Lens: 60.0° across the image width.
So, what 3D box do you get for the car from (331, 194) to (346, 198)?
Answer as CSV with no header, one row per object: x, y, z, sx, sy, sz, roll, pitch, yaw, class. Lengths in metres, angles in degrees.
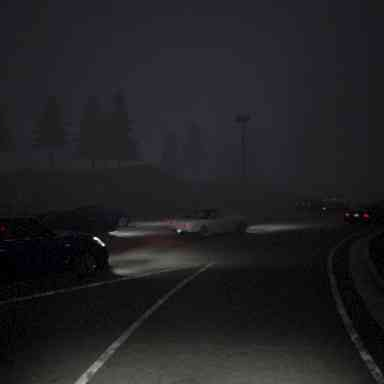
21.775,1.313,50.359,5.566,2.045,2.150,0,0,-41,car

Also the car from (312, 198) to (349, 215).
14.854,1.627,34.896,4.181,1.385,1.994,0,0,-41,car

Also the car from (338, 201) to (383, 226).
12.798,1.591,23.734,5.357,1.411,2.033,0,0,-41,car

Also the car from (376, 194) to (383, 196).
32.389,1.453,55.070,4.553,1.767,2.097,0,0,-41,car

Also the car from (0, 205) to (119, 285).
-4.478,1.366,8.464,4.553,1.767,2.097,0,0,-41,car

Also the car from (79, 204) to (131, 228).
-6.253,1.512,20.908,5.008,1.535,1.882,0,0,-41,car

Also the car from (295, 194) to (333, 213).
14.085,1.421,38.888,4.553,1.767,2.097,0,0,-41,car

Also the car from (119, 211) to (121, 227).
-6.461,1.574,16.053,5.357,1.411,2.033,0,0,-41,car

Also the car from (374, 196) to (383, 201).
19.971,1.541,34.748,5.008,1.535,1.882,0,0,-41,car

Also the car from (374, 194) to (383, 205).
37.268,1.343,64.185,5.566,2.045,2.150,0,0,-41,car

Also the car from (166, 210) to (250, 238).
1.006,1.632,17.981,4.718,1.301,1.895,0,0,-41,car
